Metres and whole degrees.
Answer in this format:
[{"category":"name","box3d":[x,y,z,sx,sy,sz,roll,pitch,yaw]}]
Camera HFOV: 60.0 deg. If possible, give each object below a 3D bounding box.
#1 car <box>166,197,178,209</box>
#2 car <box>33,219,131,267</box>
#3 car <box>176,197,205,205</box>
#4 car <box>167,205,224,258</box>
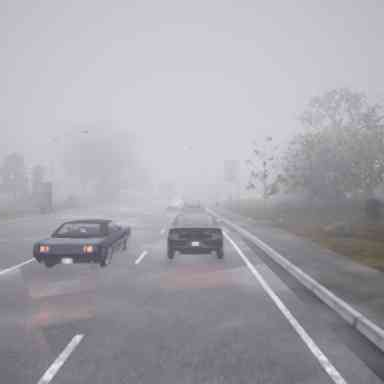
[{"category":"car","box3d":[-1.683,1.311,39.705,1.812,1.442,4.674,0,1,8]},{"category":"car","box3d":[-3.375,1.577,11.268,1.895,1.301,4.718,0,0,0]},{"category":"car","box3d":[0.049,1.386,26.599,2.128,1.511,4.902,0,0,0]},{"category":"car","box3d":[0.117,1.449,12.705,1.882,1.535,5.008,0,0,0]}]
